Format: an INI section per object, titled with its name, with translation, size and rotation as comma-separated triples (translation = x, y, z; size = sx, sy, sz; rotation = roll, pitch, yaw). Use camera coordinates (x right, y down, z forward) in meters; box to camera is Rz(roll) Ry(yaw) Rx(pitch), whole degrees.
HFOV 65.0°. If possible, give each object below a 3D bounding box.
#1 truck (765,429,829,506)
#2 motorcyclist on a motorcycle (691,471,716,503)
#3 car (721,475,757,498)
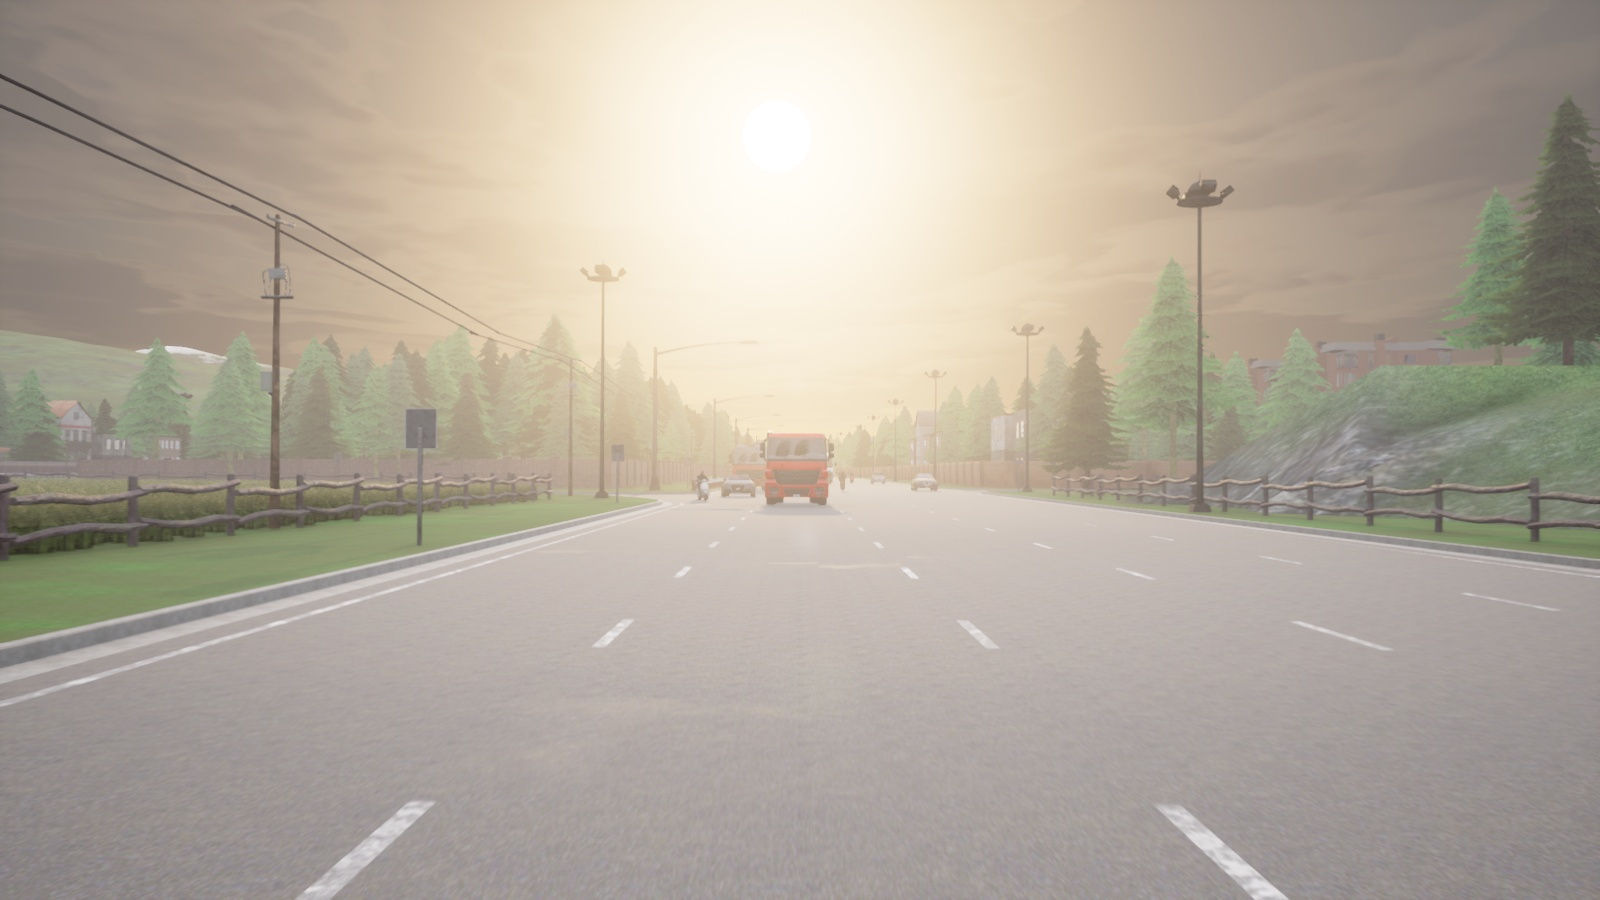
[truck]
translation = -0.150, 0.872, 60.464
size = 2.891, 3.462, 7.936
rotation = 0, -1, 0
[motorcyclist on a motorcycle]
translation = -5.008, 1.910, 65.284
size = 0.866, 1.590, 1.817
rotation = -1, -1, -18
[car]
translation = -3.686, 2.213, 76.831
size = 1.994, 1.385, 4.181
rotation = 0, -1, 0
